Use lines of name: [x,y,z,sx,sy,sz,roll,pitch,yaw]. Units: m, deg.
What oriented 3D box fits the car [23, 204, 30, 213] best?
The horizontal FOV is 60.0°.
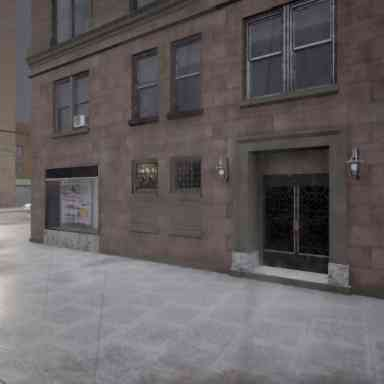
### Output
car: [-15.702,1.439,35.851,1.812,1.442,4.674,0,0,35]
